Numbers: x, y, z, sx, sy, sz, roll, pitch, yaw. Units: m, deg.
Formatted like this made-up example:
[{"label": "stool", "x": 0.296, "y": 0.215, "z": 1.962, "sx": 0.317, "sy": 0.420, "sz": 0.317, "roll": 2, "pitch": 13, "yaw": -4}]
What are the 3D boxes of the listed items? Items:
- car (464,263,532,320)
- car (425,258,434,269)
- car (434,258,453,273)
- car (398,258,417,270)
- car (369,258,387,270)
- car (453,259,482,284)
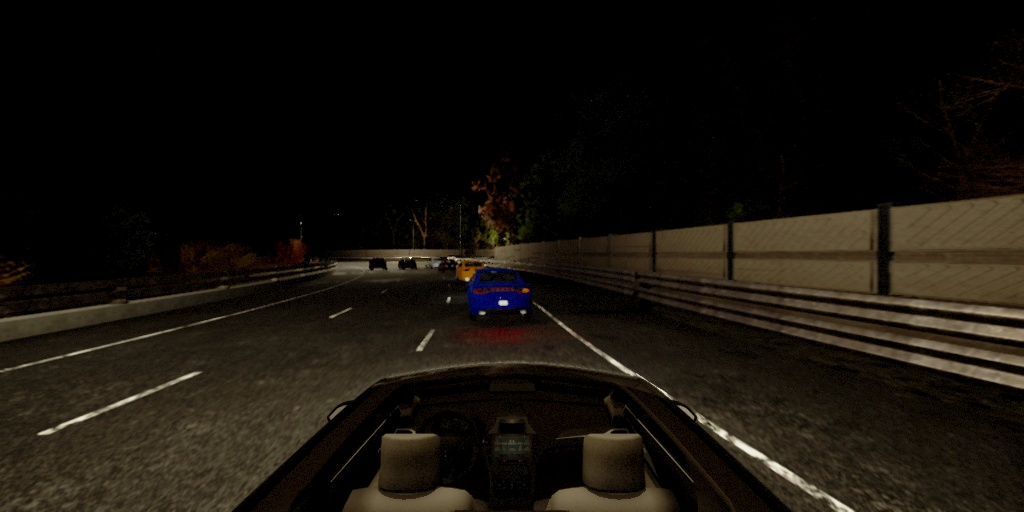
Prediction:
[{"label": "car", "x": -0.575, "y": 1.155, "z": 12.377, "sx": 1.882, "sy": 1.535, "sz": 5.008, "roll": 0, "pitch": 0, "yaw": -8}, {"label": "car", "x": -10.248, "y": 0.992, "z": 47.734, "sx": 1.812, "sy": 1.442, "sz": 4.674, "roll": 0, "pitch": 1, "yaw": -25}, {"label": "car", "x": -6.982, "y": 1.058, "z": 39.552, "sx": 2.033, "sy": 1.411, "sz": 5.357, "roll": 0, "pitch": 0, "yaw": -18}, {"label": "car", "x": -13.552, "y": 0.983, "z": 46.429, "sx": 2.128, "sy": 1.511, "sz": 4.902, "roll": 0, "pitch": 1, "yaw": -25}, {"label": "car", "x": -17.240, "y": 0.987, "z": 46.059, "sx": 1.882, "sy": 1.535, "sz": 5.008, "roll": 0, "pitch": 0, "yaw": -25}, {"label": "car", "x": -2.935, "y": 1.069, "z": 25.727, "sx": 1.882, "sy": 1.535, "sz": 5.008, "roll": 0, "pitch": 1, "yaw": -13}]
